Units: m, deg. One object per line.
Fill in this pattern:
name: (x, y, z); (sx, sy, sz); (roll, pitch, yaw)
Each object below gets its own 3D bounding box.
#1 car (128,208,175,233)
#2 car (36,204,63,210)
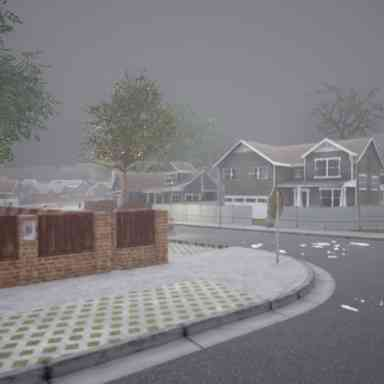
car: (-3.095, 1.744, 20.531); (4.674, 1.442, 1.812); (-1, -1, 45)
car: (-14.407, 1.906, 33.513); (1.882, 1.535, 5.008); (1, -1, -36)
